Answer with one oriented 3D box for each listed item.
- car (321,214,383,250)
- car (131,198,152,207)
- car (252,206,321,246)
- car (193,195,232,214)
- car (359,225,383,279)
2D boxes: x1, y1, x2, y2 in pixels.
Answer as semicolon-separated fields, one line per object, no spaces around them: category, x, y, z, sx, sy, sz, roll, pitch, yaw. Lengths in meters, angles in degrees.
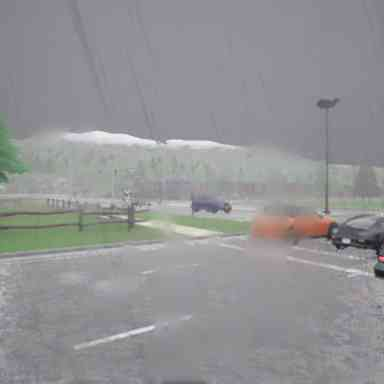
car;7.472;1.609;13.382;4.674;1.442;1.812;0;0;-35
car;-8.217;1.639;53.254;2.128;1.511;4.902;0;0;-35
car;5.056;1.432;15.959;4.553;1.767;2.097;1;0;-35
car;2.207;1.367;38.285;2.150;2.045;5.566;0;0;-35
car;6.790;1.611;8.599;5.357;1.411;2.033;0;0;-35
